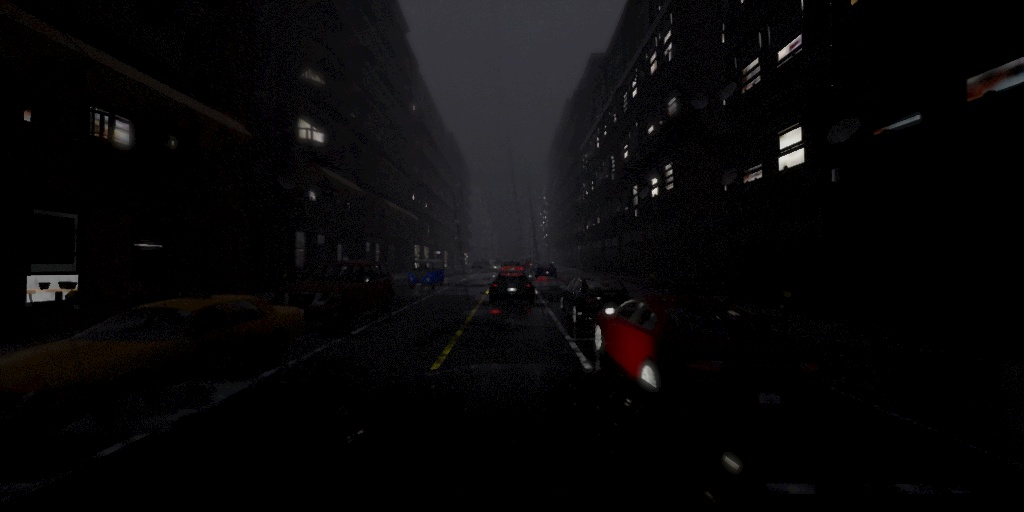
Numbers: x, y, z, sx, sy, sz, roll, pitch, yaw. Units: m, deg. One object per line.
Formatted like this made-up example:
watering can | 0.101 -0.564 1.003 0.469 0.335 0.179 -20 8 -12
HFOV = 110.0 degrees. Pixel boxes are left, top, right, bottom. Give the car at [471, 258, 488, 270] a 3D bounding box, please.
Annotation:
car | -5.314 1.408 55.655 1.948 1.339 4.313 0 0 0

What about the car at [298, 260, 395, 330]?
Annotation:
car | -5.315 1.068 11.413 2.192 1.841 5.009 0 0 0

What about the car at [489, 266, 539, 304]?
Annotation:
car | 0.000 1.332 16.505 1.994 1.385 4.181 0 0 0

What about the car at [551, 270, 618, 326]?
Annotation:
car | 2.567 1.304 11.350 2.007 1.370 4.403 0 0 0

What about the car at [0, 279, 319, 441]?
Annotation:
car | -5.314 1.276 5.712 1.751 1.417 4.829 0 0 0

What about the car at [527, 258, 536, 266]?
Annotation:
car | 3.020 1.304 39.982 1.837 1.490 4.892 0 0 0

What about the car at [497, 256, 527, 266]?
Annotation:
car | 0.000 1.148 31.481 2.097 1.767 4.553 0 0 0

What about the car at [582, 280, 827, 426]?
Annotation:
car | 2.567 1.295 5.819 1.888 1.381 4.507 0 0 0

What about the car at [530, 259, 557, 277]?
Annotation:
car | 3.015 1.262 32.981 1.882 1.535 5.008 0 0 0

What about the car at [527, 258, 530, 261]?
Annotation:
car | 2.534 1.140 50.064 2.192 1.841 5.009 0 0 0

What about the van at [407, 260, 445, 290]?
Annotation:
van | -5.314 1.106 22.472 1.690 1.789 3.998 0 0 0
